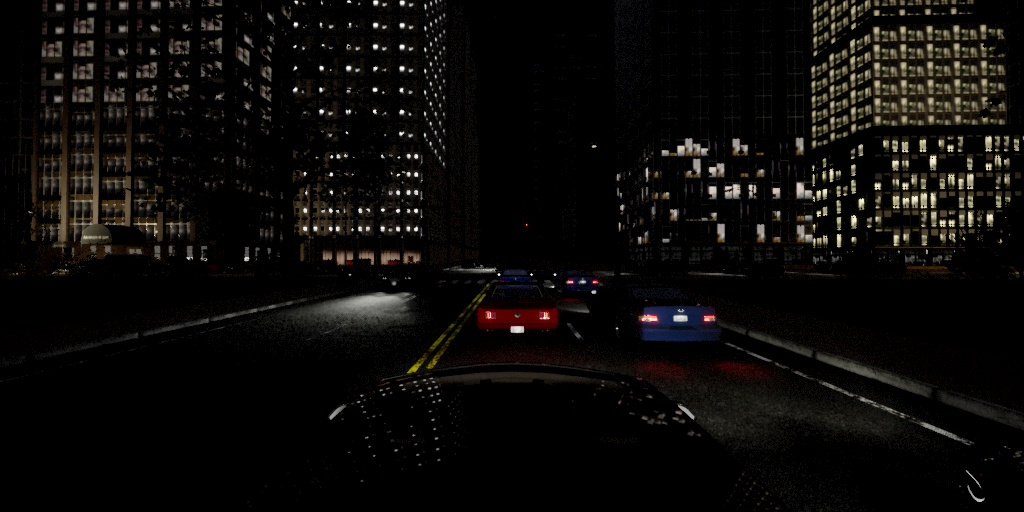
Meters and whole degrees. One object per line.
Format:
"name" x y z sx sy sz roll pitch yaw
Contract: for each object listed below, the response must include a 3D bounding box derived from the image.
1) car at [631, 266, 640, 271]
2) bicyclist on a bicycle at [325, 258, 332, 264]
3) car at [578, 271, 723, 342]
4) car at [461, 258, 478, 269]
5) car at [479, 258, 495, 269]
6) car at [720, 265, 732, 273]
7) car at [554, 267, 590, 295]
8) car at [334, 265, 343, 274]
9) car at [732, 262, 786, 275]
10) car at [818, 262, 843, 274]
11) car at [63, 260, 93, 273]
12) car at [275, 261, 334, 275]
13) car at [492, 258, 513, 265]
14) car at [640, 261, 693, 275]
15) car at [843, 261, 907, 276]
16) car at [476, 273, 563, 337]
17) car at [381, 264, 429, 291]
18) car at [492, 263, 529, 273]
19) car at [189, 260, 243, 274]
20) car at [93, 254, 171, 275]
"car" 17.037 1.390 42.669 5.357 1.411 2.033 0 -1 2
"bicyclist on a bicycle" -24.937 1.148 48.779 0.582 1.620 1.656 0 -1 2
"car" 3.383 1.299 9.694 2.033 1.411 5.357 0 0 0
"car" -6.863 1.234 56.800 1.837 1.490 4.892 0 0 0
"car" -3.629 1.221 57.650 2.128 1.511 4.902 0 0 -1
"car" 27.048 1.419 42.352 4.181 1.385 1.994 0 -1 2
"car" 3.433 1.298 19.764 2.033 1.411 5.357 0 0 0
"car" -19.811 1.262 37.732 4.181 1.385 1.994 0 -1 2
"car" 27.176 1.334 39.086 4.674 1.442 1.812 0 -1 2
"car" 38.661 1.394 41.973 4.674 1.442 1.812 0 -1 2
"car" -49.017 1.209 42.141 4.892 1.490 1.837 0 -1 3
"car" -20.167 1.177 34.495 4.674 1.442 1.812 0 -1 2
"car" -0.874 1.327 48.840 1.994 1.385 4.181 0 2 11
"car" 17.212 1.288 39.412 4.902 1.511 2.128 0 -1 2
"car" 39.385 1.300 38.697 5.008 1.535 1.882 0 -1 2
"car" 0.136 1.352 10.227 1.895 1.301 4.718 0 0 0
"car" -6.448 1.243 22.130 2.128 1.511 4.902 0 0 1
"car" 0.183 1.299 19.804 2.033 1.411 5.357 0 0 0
"car" -31.446 1.160 38.140 5.008 1.535 1.882 0 -1 2
"car" -36.756 0.849 35.078 5.566 2.045 2.150 0 -1 2
